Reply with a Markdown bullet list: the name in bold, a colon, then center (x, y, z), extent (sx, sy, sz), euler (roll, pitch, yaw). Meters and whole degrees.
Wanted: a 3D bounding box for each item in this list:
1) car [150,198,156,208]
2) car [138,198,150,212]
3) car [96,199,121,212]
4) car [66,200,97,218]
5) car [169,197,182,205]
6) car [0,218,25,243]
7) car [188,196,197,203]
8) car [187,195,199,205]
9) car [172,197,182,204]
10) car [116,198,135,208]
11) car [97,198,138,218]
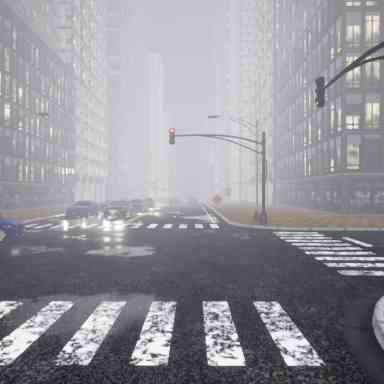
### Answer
- **car**: center (-6.593, 1.594, 49.700), extent (1.812, 1.442, 4.674), euler (0, 0, 0)
- **car**: center (-6.599, 1.521, 39.653), extent (1.882, 1.535, 5.008), euler (0, 0, 0)
- **car**: center (-9.848, 1.607, 39.508), extent (1.994, 1.385, 4.181), euler (0, 0, 0)
- **car**: center (-9.853, 1.503, 30.374), extent (1.882, 1.535, 5.008), euler (0, 0, 0)
- **car**: center (-3.150, 1.592, 60.003), extent (2.128, 1.511, 4.902), euler (0, 0, 0)
- **car**: center (-10.234, 1.482, 14.806), extent (5.008, 1.535, 1.882), euler (1, 0, -18)
- **car**: center (0.068, 1.622, 71.352), extent (1.882, 1.535, 5.008), euler (0, 0, 0)
- **car**: center (0.105, 1.631, 61.505), extent (1.812, 1.442, 4.674), euler (0, 0, 0)
- **car**: center (-3.181, 1.703, 70.331), extent (1.994, 1.385, 4.181), euler (0, 0, 0)
- **car**: center (-9.839, 1.631, 49.432), extent (1.994, 1.385, 4.181), euler (0, 0, 0)
- **car**: center (-6.600, 1.517, 30.125), extent (2.128, 1.511, 4.902), euler (0, 0, 0)
